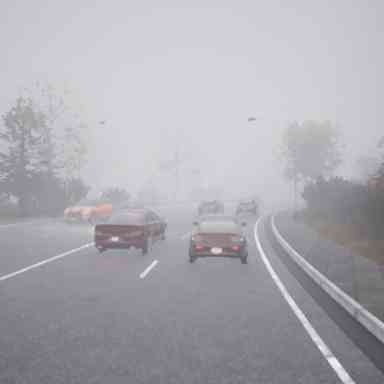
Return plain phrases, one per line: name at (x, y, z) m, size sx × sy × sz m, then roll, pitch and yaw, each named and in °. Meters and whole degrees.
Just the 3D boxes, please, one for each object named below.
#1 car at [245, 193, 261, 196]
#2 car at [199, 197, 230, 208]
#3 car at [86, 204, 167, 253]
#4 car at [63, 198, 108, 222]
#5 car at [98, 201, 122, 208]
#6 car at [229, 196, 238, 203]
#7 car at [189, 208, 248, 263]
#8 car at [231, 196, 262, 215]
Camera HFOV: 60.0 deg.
car at (11.211, 1.158, 61.853) m, size 2.150 × 2.045 × 5.566 m, roll 0°, pitch 0°, yaw 32°
car at (2.026, 1.446, 33.235) m, size 2.128 × 1.511 × 4.902 m, roll 0°, pitch 0°, yaw 17°
car at (-2.309, 1.449, 13.739) m, size 1.882 × 1.535 × 5.008 m, roll 0°, pitch 0°, yaw 7°
car at (-7.609, 1.282, 24.968) m, size 2.097 × 1.767 × 4.553 m, roll 0°, pitch 0°, yaw 13°
car at (-4.422, 1.510, 23.124) m, size 1.994 × 1.385 × 4.181 m, roll 0°, pitch 0°, yaw 12°
car at (7.828, 1.460, 63.106) m, size 2.033 × 1.411 × 5.357 m, roll 0°, pitch 0°, yaw 32°
car at (0.968, 1.511, 11.839) m, size 1.812 × 1.442 × 4.674 m, roll 0°, pitch 0°, yaw 6°
car at (5.623, 1.463, 33.009) m, size 2.128 × 1.511 × 4.902 m, roll 0°, pitch 0°, yaw 18°
